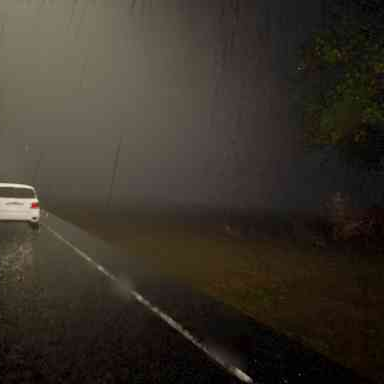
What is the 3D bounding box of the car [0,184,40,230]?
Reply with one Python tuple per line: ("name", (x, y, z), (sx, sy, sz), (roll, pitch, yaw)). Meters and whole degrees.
("car", (-8.868, 0.605, 16.238), (2.150, 2.045, 5.566), (4, 0, -32))
